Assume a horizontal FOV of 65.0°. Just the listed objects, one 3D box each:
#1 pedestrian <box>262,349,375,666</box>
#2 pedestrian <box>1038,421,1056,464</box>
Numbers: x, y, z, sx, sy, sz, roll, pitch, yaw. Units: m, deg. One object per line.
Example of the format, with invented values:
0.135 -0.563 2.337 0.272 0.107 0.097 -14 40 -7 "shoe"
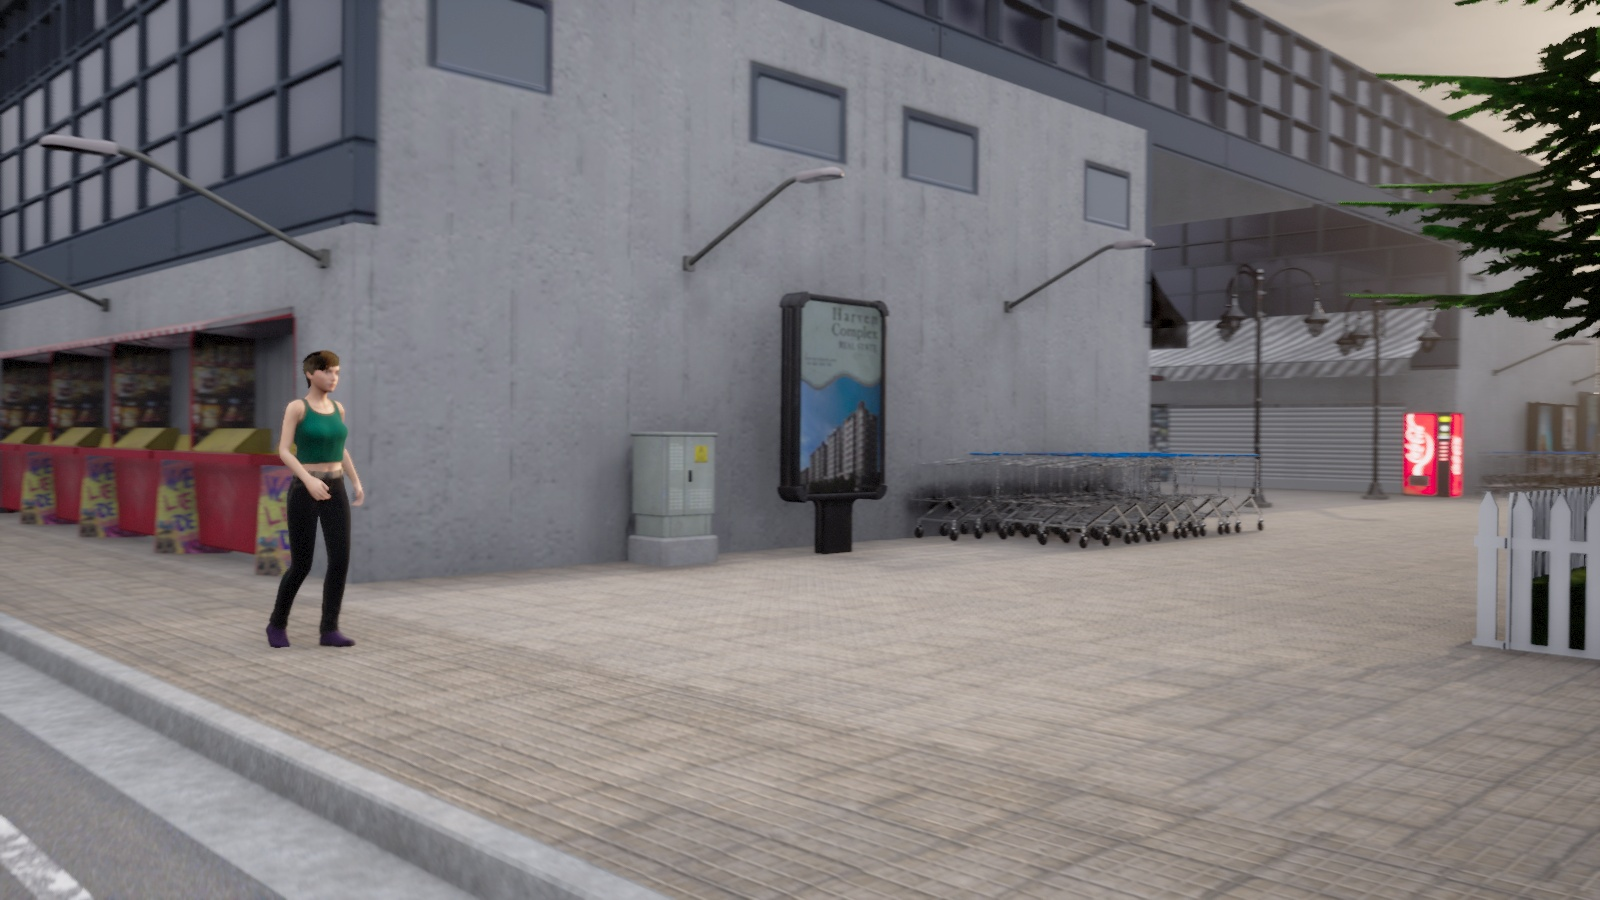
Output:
-2.908 0.332 7.579 0.594 1.836 0.345 0 1 35 "pedestrian"
11.136 -0.320 56.660 0.395 1.930 0.692 -1 1 -41 "pedestrian"
